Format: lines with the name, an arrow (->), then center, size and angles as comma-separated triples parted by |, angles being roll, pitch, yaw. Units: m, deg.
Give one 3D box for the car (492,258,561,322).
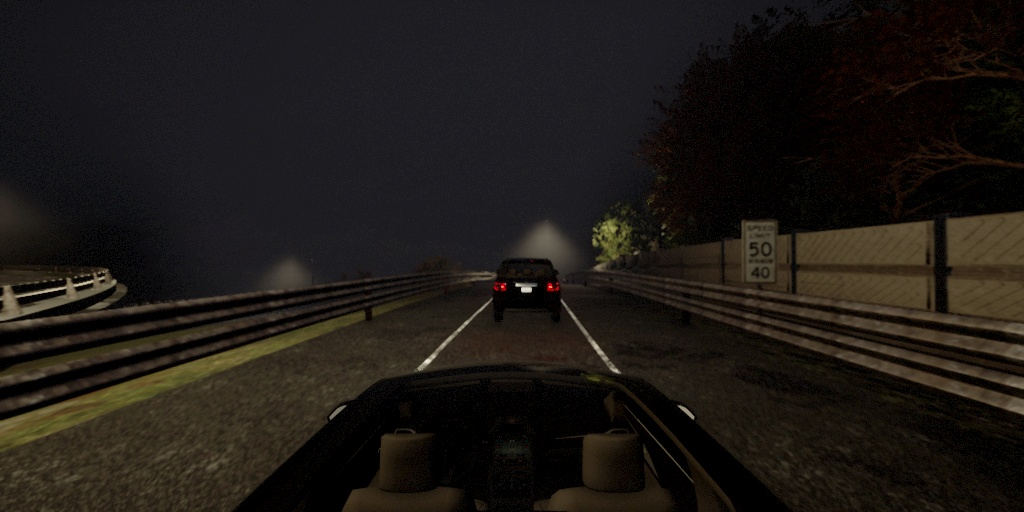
car -> 0.557, 1.105, 13.141 | 2.150, 2.045, 5.566 | 0, -1, 3
